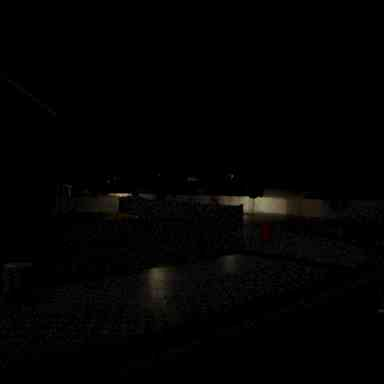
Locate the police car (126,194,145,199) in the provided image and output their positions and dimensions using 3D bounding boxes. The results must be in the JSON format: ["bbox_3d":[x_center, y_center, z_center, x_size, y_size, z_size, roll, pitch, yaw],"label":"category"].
[{"bbox_3d":[-7.931,1.096,47.109,1.930,1.638,5.238,1,0,-43],"label":"police car"}]
